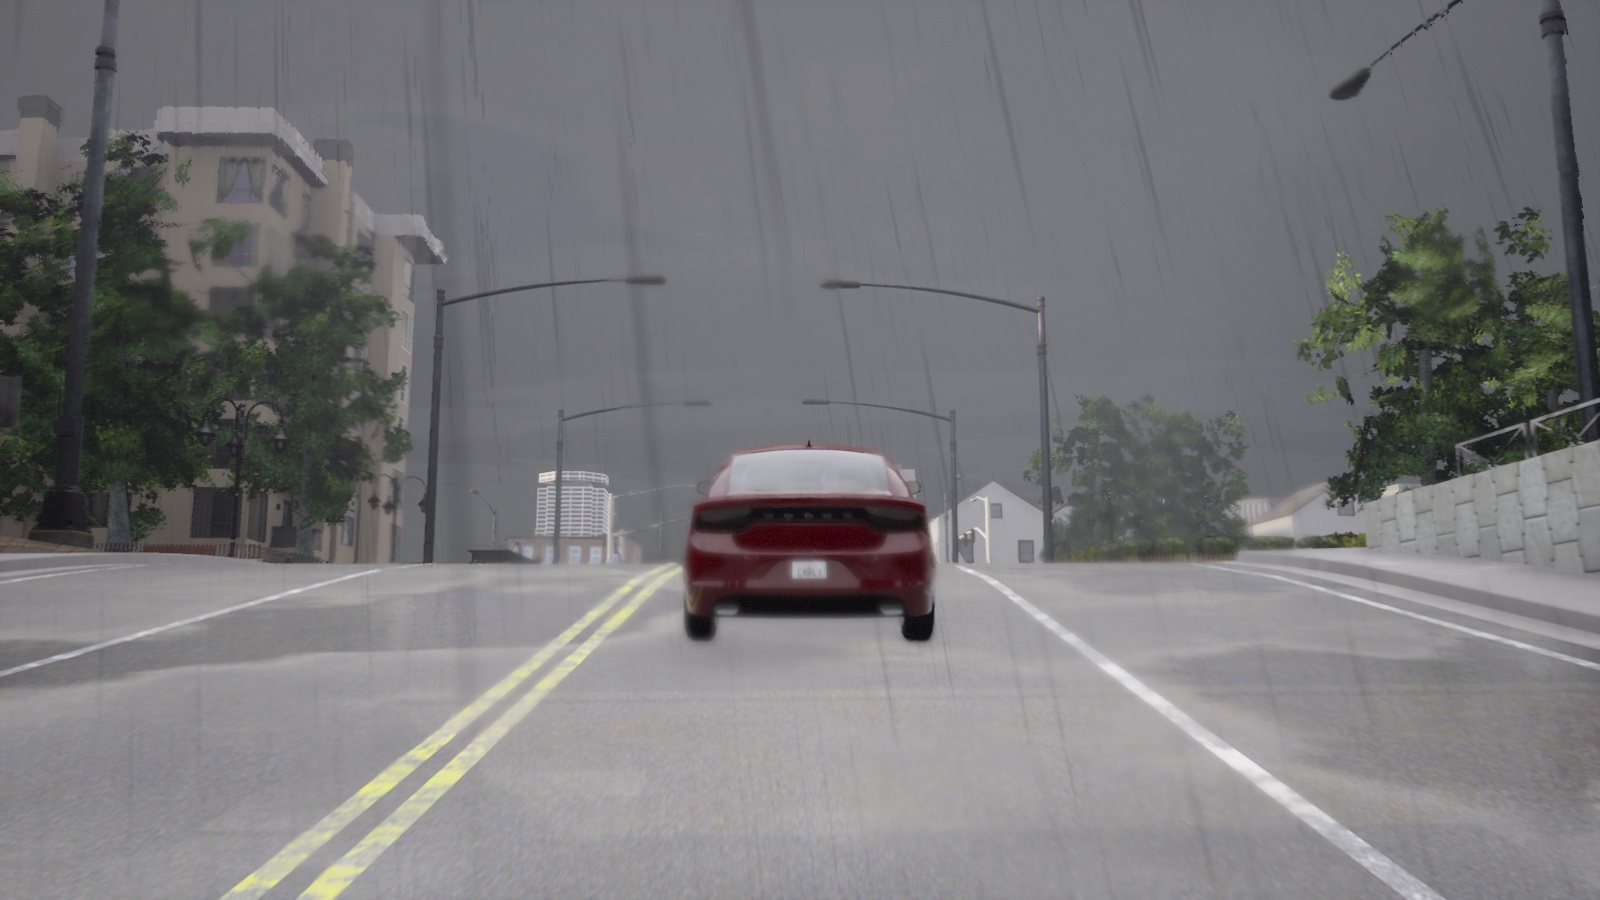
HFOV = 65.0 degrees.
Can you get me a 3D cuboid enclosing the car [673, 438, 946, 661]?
[{"bbox_3d":[0.079,0.690,11.173,1.882,1.535,5.008,0,0,0],"label":"car"}]
